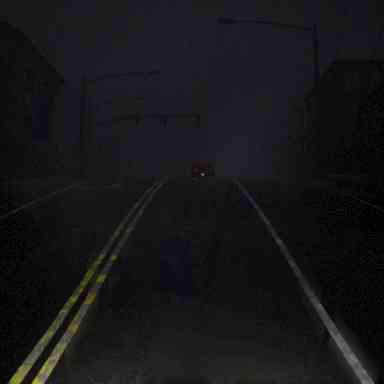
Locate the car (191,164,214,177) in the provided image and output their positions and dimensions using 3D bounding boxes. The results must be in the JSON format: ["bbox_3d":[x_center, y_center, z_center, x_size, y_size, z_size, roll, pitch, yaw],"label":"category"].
[{"bbox_3d":[0.955,-1.745,28.693,1.895,1.301,4.718,0,1,3],"label":"car"}]
